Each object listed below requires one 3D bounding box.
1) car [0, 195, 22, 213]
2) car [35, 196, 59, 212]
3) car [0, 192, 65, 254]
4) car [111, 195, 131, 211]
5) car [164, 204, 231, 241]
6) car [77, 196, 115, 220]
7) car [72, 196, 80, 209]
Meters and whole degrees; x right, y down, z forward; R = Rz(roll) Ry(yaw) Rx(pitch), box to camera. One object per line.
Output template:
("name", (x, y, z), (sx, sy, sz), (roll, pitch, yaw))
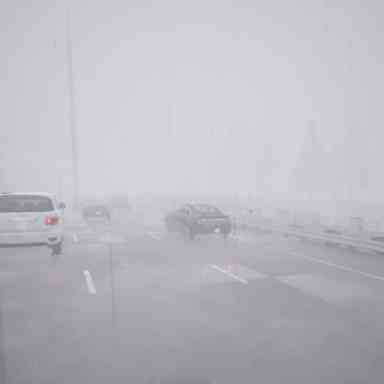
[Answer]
("car", (-17.584, 1.110, 31.739), (1.882, 1.535, 5.008), (1, 0, -22))
("car", (-14.879, 1.157, 34.391), (2.128, 1.511, 4.902), (1, 0, -22))
("car", (-5.946, 1.007, 12.212), (2.150, 2.045, 5.566), (1, 0, -22))
("car", (-8.151, 1.094, 36.424), (2.097, 1.767, 4.553), (1, 0, -22))
("car", (0.116, 1.339, 15.887), (2.128, 1.511, 4.902), (1, 0, -22))
("car", (-7.211, 1.261, 24.687), (1.812, 1.442, 4.674), (1, 0, -22))
("car", (-13.381, 1.240, 40.038), (2.033, 1.411, 5.357), (1, 0, -22))
